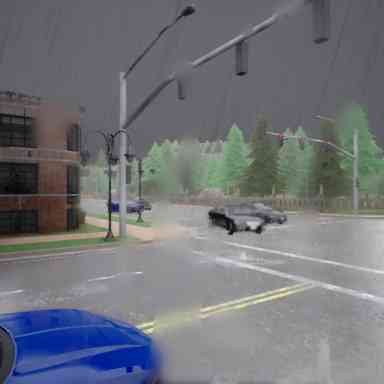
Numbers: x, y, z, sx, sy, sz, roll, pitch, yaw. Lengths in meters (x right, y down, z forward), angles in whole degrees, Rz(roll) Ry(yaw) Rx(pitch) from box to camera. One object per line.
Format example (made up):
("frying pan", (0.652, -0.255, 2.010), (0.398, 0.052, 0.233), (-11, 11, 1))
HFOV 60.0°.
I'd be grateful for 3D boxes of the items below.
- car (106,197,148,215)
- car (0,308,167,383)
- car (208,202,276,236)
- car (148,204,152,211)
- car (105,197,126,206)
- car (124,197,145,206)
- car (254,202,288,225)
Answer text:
("car", (-6.680, 1.477, 33.566), (1.882, 1.535, 5.008), (0, 0, -35))
("car", (-2.486, 1.478, 1.968), (5.008, 1.535, 1.882), (0, 0, -36))
("car", (2.365, 1.492, 18.764), (2.128, 1.511, 4.902), (0, 0, -16))
("car", (-6.440, 1.564, 39.365), (1.994, 1.385, 4.181), (0, 0, -35))
("car", (-12.611, 1.564, 54.573), (1.994, 1.385, 4.181), (0, 0, -35))
("car", (-9.813, 1.526, 56.679), (1.812, 1.442, 4.674), (0, 0, -35))
("car", (4.519, 1.505, 23.638), (1.837, 1.490, 4.892), (0, 0, -35))
